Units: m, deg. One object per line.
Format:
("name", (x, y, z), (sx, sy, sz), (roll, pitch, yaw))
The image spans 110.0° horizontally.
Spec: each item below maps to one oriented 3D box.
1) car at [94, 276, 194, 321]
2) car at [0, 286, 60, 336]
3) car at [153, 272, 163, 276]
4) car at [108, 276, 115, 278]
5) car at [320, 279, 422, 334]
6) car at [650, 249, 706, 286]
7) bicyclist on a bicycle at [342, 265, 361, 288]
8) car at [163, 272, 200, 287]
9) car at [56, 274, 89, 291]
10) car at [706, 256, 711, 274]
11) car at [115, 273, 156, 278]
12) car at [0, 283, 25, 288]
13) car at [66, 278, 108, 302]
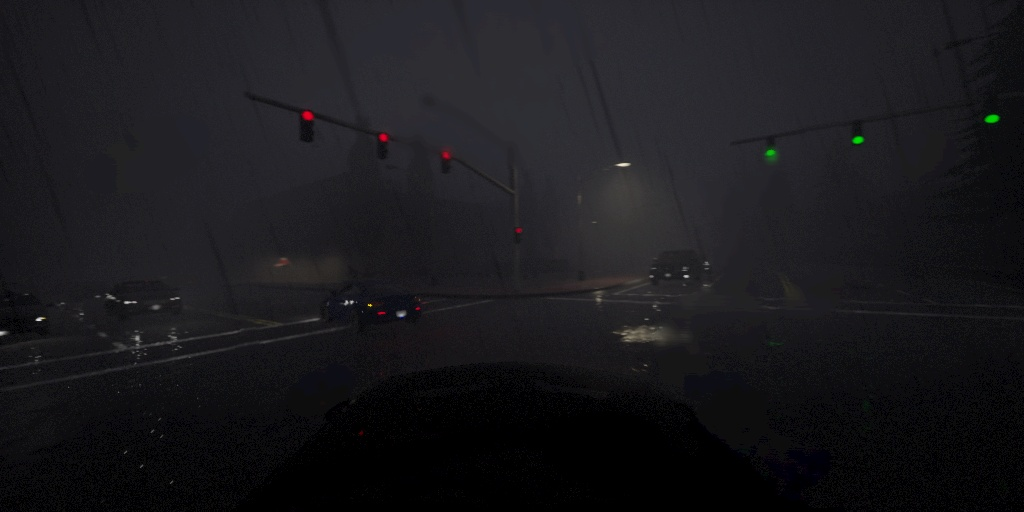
("car", (-16.092, 1.839, 15.613), (4.902, 1.511, 2.128), (-2, 0, 36))
("car", (-16.875, 1.916, 11.869), (5.357, 1.411, 2.033), (-2, 0, 36))
("car", (-42.481, 2.688, 43.258), (4.553, 1.767, 2.097), (-2, 0, 36))
("car", (-44.536, 2.930, 40.430), (4.674, 1.442, 1.812), (-2, 0, 36))
("car", (-4.569, 1.455, 11.457), (1.812, 1.442, 4.674), (-1, -1, -43))
("car", (10.149, 0.643, 22.033), (2.150, 2.045, 5.566), (-2, 0, 35))
("bicyclist on a bicycle", (-11.899, 1.517, 26.729), (0.582, 1.620, 1.656), (-2, 0, 36))
("car", (-34.407, 2.516, 37.536), (5.008, 1.535, 1.882), (-2, 0, 36))
("car", (-42.251, 2.491, 34.479), (4.674, 1.442, 1.812), (-2, 0, 36))
("car", (15.744, 0.589, 30.590), (2.097, 1.767, 4.553), (-2, 0, 31))
("car", (-36.506, 2.634, 34.739), (4.674, 1.442, 1.812), (-2, 0, 36))
("car", (-33.197, 2.497, 23.592), (4.674, 1.442, 1.812), (-2, 0, 36))
("car", (-29.366, 2.438, 25.138), (4.718, 1.301, 1.895), (-2, 0, 36))
